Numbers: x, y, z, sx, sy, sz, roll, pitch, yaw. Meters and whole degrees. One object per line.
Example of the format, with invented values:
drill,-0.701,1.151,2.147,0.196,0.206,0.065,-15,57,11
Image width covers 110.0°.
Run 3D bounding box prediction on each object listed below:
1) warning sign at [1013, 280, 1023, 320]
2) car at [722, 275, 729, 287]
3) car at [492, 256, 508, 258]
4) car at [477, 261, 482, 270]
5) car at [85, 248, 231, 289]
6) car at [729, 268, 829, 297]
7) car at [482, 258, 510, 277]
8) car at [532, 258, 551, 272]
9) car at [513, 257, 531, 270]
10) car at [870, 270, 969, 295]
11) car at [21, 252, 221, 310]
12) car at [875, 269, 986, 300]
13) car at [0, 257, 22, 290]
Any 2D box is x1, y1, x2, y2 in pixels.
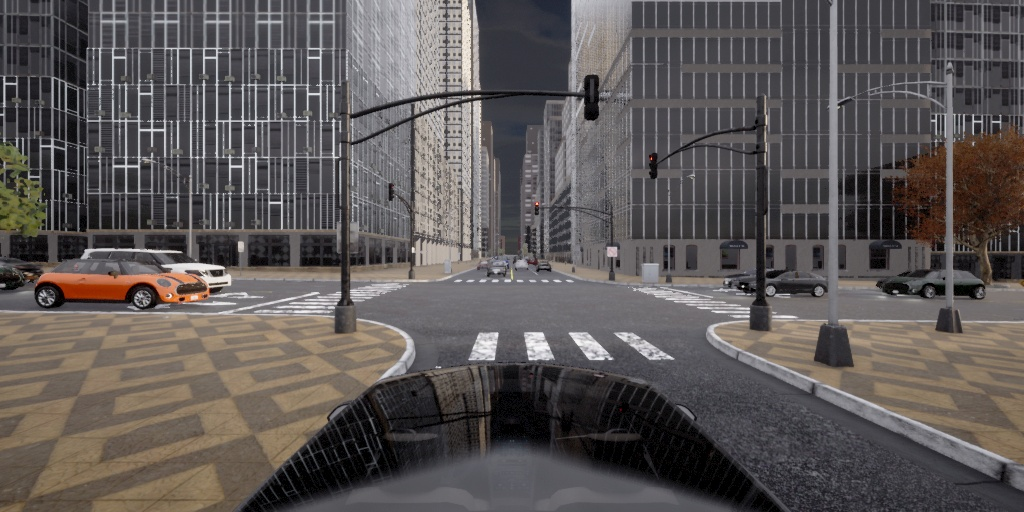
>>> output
warning sign,17.281,1.204,11.543,1.060,1.860,1.300,0,0,-3
car,16.900,1.569,24.239,4.902,1.511,2.128,1,0,-3
car,-1.544,0.979,56.620,2.150,2.045,5.566,0,0,-1
car,-3.993,1.343,50.853,1.802,1.307,4.207,0,0,0
car,-15.926,0.704,16.031,5.566,2.045,2.150,1,0,-3
car,15.811,1.564,20.946,4.892,1.490,1.837,1,0,-4
car,-1.471,1.259,35.777,2.128,1.511,4.902,0,0,0
car,3.957,1.329,45.354,1.948,1.339,4.313,0,0,0
car,1.407,1.285,53.604,1.812,1.442,4.674,0,0,0
car,28.008,1.784,24.743,4.892,1.490,1.837,1,0,-3
car,-13.725,0.876,12.877,4.553,1.767,2.097,1,0,-3
car,24.982,1.576,21.352,4.553,1.767,2.097,1,0,-3
car,-24.620,0.675,15.638,4.553,1.767,2.097,1,0,-2
